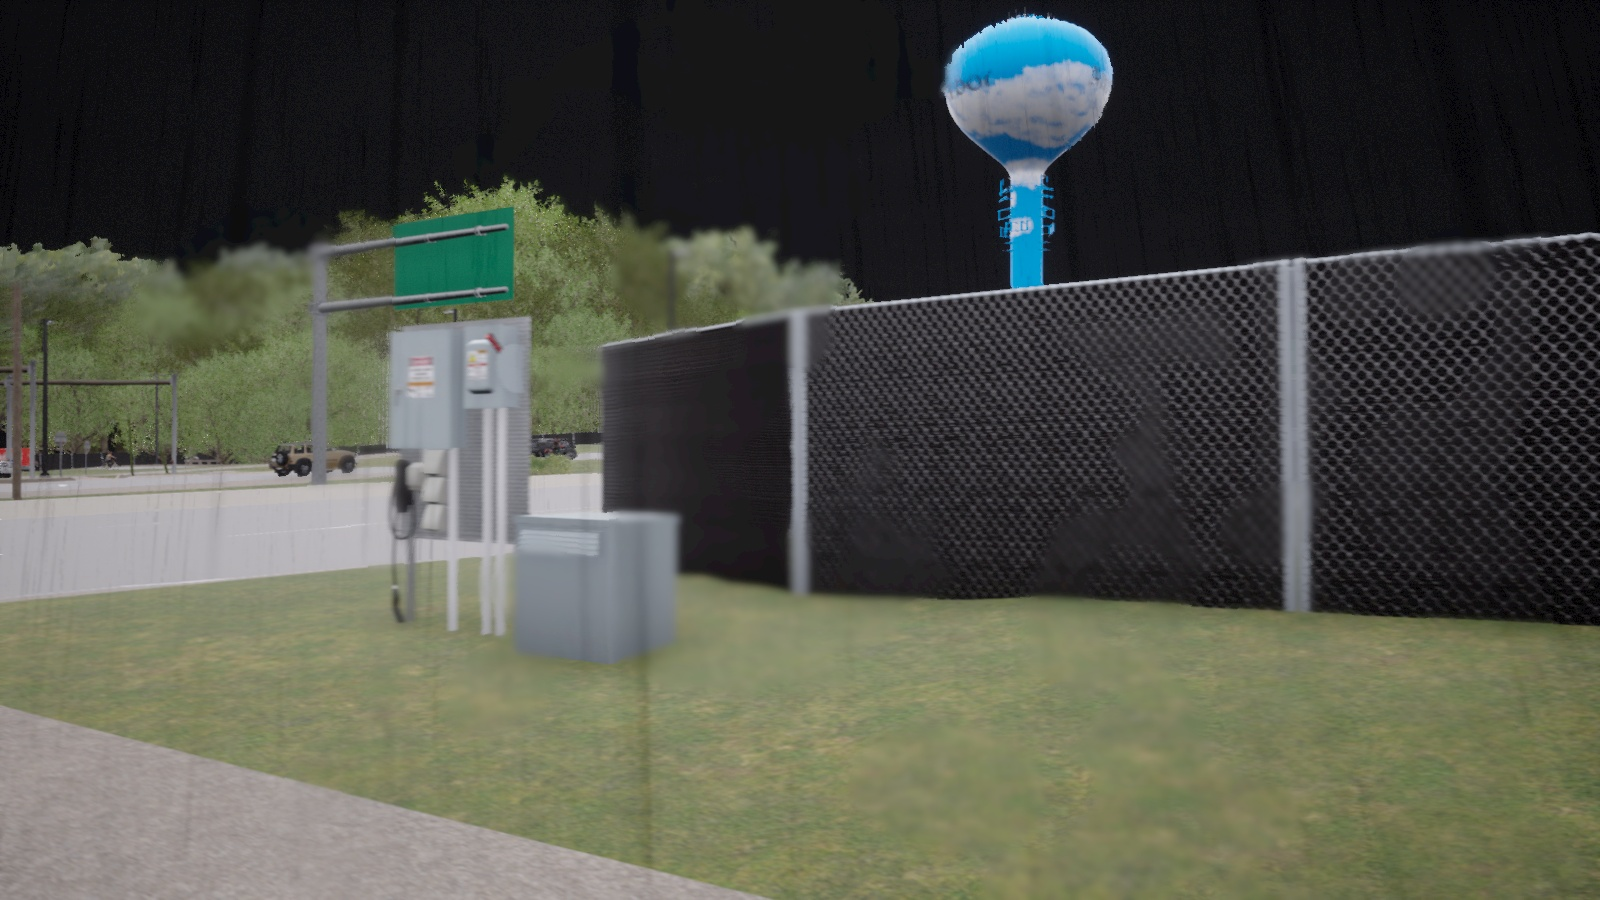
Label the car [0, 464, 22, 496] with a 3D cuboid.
[{"bbox_3d":[-49.457,1.872,75.226,4.605,1.855,1.932,-3,0,8],"label":"car"}]

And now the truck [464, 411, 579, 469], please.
[{"bbox_3d":[-18.700,-0.726,84.911,2.891,3.462,7.936,-1,3,28],"label":"truck"}]

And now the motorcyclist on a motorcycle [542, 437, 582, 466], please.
[{"bbox_3d":[-14.700,0.106,77.565,2.350,1.649,0.766,-4,-1,25],"label":"motorcyclist on a motorcycle"}]

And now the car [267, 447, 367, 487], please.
[{"bbox_3d":[-25.426,0.891,66.212,1.932,1.855,4.605,-1,2,32],"label":"car"}]
